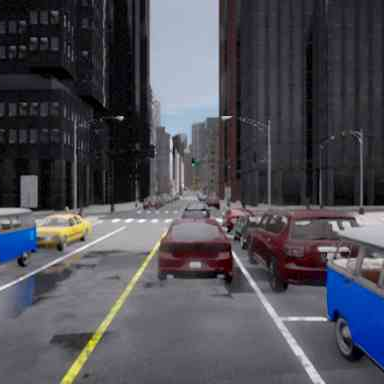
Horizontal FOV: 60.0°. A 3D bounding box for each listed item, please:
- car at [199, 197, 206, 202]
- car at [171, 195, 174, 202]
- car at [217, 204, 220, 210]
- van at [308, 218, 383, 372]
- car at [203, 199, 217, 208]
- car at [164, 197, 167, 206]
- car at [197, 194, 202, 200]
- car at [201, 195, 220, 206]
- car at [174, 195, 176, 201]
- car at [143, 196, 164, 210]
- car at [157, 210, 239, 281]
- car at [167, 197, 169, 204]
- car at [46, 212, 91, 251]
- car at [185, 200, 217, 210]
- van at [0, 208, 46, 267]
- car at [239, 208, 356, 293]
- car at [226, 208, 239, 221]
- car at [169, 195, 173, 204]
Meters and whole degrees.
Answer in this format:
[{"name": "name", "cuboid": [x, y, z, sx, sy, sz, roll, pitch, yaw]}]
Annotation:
[{"name": "car", "cuboid": [2.940, 2.014, 92.157, 1.947, 1.339, 4.313, 0, 0, 0]}, {"name": "car", "cuboid": [-5.619, 1.867, 75.078, 1.752, 1.417, 4.829, 0, 0, 0]}, {"name": "car", "cuboid": [2.799, 1.621, 19.966, 1.887, 1.381, 4.507, 0, 0, 0]}, {"name": "van", "cuboid": [2.769, 1.354, 3.390, 1.690, 1.788, 3.998, 0, 0, 0]}, {"name": "car", "cuboid": [2.863, 1.787, 52.650, 1.947, 1.339, 4.313, 0, 0, 0]}, {"name": "car", "cuboid": [-5.663, 1.536, 52.677, 2.192, 1.841, 5.009, 0, 0, 0]}, {"name": "car", "cuboid": [2.929, 1.958, 86.512, 1.887, 1.381, 4.507, 0, 0, 0]}, {"name": "car", "cuboid": [2.851, 1.510, 47.007, 2.192, 1.841, 5.009, 0, 0, 0]}, {"name": "car", "cuboid": [-5.607, 1.923, 80.891, 1.887, 1.381, 4.507, 0, 0, 0]}, {"name": "car", "cuboid": [-5.674, 1.509, 47.033, 2.192, 1.841, 5.009, 0, 0, 0]}, {"name": "car", "cuboid": [0.095, 1.515, 9.986, 1.882, 1.535, 5.008, 0, 0, 0]}, {"name": "car", "cuboid": [-5.651, 1.815, 58.318, 1.947, 1.339, 4.313, 0, 0, 0]}, {"name": "car", "cuboid": [-5.738, 1.579, 14.298, 1.752, 1.417, 4.829, 0, 0, 0]}, {"name": "car", "cuboid": [0.468, 1.591, 24.842, 2.128, 1.511, 4.902, 0, 0, 7]}, {"name": "van", "cuboid": [-5.751, 1.374, 8.945, 1.690, 1.788, 3.998, 0, 0, 0]}, {"name": "car", "cuboid": [2.779, 1.348, 8.916, 2.192, 1.841, 5.009, 0, 0, 0]}, {"name": "car", "cuboid": [2.789, 1.605, 14.440, 2.008, 1.369, 4.403, 0, 0, 0]}, {"name": "car", "cuboid": [-5.629, 1.876, 69.605, 1.947, 1.339, 4.313, 0, 0, 0]}]
